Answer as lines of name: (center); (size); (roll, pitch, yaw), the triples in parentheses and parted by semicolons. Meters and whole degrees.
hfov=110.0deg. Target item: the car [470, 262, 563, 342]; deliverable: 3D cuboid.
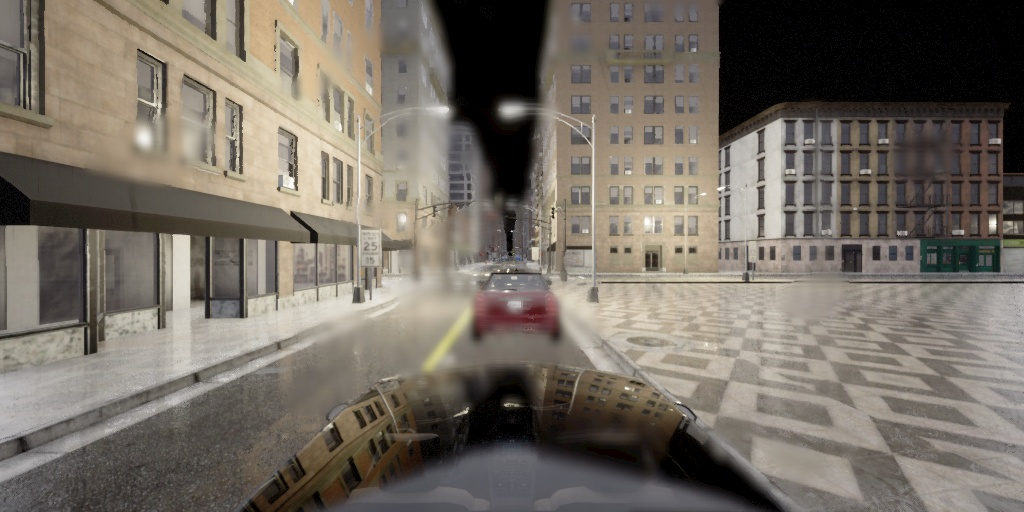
car: (0.104, 1.102, 9.956); (2.097, 1.767, 4.553); (0, 0, 0)

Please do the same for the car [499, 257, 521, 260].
car: (0.054, 1.101, 19.772); (2.097, 1.767, 4.553); (0, 0, -1)
